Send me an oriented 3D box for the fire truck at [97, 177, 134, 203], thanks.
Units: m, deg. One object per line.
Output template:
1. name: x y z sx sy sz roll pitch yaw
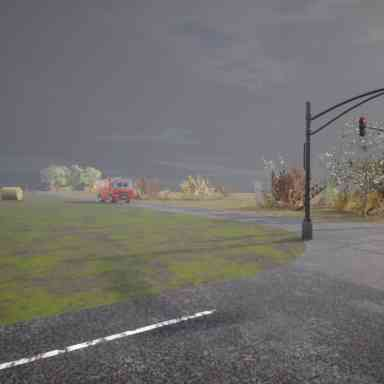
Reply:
1. fire truck: -11.715 -0.354 50.059 2.891 3.827 8.468 1 0 -32
